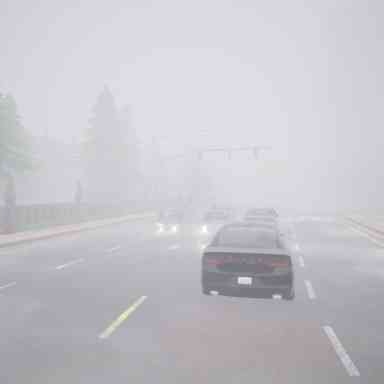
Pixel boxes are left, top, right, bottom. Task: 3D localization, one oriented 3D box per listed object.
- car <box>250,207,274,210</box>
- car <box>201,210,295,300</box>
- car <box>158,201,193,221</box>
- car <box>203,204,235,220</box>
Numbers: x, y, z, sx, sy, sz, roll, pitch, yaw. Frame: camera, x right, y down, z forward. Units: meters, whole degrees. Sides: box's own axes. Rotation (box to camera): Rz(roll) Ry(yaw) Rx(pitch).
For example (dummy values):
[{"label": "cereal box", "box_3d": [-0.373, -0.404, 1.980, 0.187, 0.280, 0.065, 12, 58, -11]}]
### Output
[{"label": "car", "box_3d": [3.844, 1.517, 18.310, 2.033, 1.411, 5.357, 0, 0, 15]}, {"label": "car", "box_3d": [1.479, 1.465, 8.504, 1.882, 1.535, 5.008, 0, 0, 12]}, {"label": "car", "box_3d": [-1.231, 1.463, 26.892, 2.128, 1.511, 4.902, 0, 0, 15]}, {"label": "car", "box_3d": [2.211, 1.618, 26.208, 1.895, 1.301, 4.718, 0, 0, 15]}]
